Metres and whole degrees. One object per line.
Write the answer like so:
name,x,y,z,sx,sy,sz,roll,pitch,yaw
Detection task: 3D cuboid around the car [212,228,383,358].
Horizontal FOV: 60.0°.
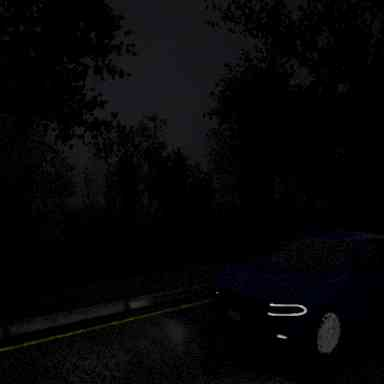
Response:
car,2.625,1.478,6.167,5.008,1.535,1.882,0,0,-35
